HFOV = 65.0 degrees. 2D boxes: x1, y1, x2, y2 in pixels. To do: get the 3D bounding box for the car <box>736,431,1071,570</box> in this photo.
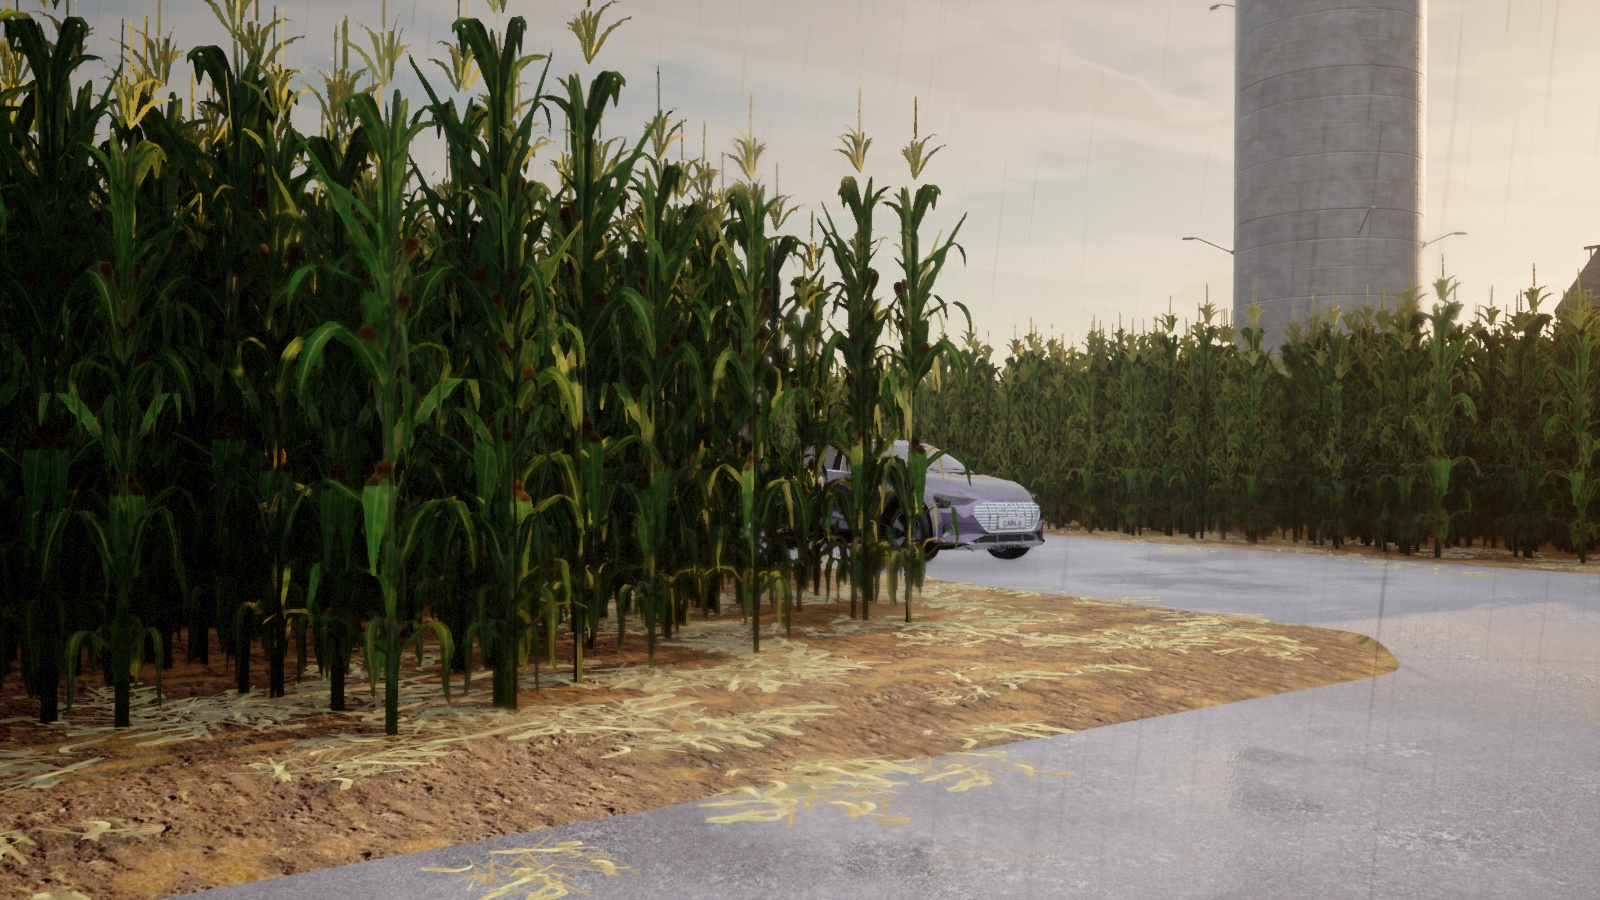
[{"bbox_3d":[1.250,0.616,17.510,2.033,1.649,4.856,0,-1,-35],"label":"car"}]
